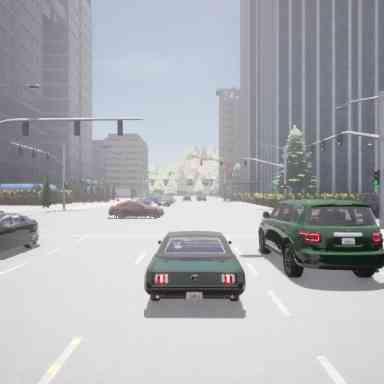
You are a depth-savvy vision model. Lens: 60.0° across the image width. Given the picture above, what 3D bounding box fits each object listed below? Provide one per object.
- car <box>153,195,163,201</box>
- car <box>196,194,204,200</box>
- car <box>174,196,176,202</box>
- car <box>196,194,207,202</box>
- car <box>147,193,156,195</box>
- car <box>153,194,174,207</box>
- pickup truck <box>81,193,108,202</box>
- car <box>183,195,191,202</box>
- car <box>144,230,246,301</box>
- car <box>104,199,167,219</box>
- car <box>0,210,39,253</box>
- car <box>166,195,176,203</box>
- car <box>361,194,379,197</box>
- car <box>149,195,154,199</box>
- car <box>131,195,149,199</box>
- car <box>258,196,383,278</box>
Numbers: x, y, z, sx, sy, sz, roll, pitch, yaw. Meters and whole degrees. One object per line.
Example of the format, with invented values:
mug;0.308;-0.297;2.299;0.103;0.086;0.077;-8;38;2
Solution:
car;-8.228;1.469;80.762;1.994;1.385;4.181;0;0;-1
car;2.148;1.386;89.013;1.882;1.535;5.008;0;0;-1
car;-4.511;1.491;62.475;2.128;1.511;4.902;0;0;0
car;2.304;1.348;78.733;2.097;1.767;4.553;0;0;-1
car;-8.032;1.221;66.188;2.150;2.045;5.566;0;0;0
car;-4.386;1.491;52.220;2.128;1.511;4.902;0;0;-1
pickup truck;-21.238;1.059;73.302;2.390;2.098;6.274;0;0;30
car;-1.192;1.500;78.461;1.837;1.490;4.892;0;0;-1
car;0.066;1.601;8.267;1.895;1.301;4.718;0;0;0
car;-4.707;1.526;28.212;4.674;1.442;1.812;0;0;0
car;-7.134;1.491;11.670;2.128;1.511;4.902;0;0;-1
car;-4.607;1.478;72.784;1.882;1.535;5.008;0;0;-1
car;17.094;1.221;28.403;5.566;2.045;2.150;0;0;0
car;-7.931;1.564;55.468;1.994;1.385;4.181;0;0;-1
car;-7.864;1.491;46.557;2.128;1.511;4.902;0;0;1
car;3.576;1.221;10.299;2.150;2.045;5.566;0;0;0
